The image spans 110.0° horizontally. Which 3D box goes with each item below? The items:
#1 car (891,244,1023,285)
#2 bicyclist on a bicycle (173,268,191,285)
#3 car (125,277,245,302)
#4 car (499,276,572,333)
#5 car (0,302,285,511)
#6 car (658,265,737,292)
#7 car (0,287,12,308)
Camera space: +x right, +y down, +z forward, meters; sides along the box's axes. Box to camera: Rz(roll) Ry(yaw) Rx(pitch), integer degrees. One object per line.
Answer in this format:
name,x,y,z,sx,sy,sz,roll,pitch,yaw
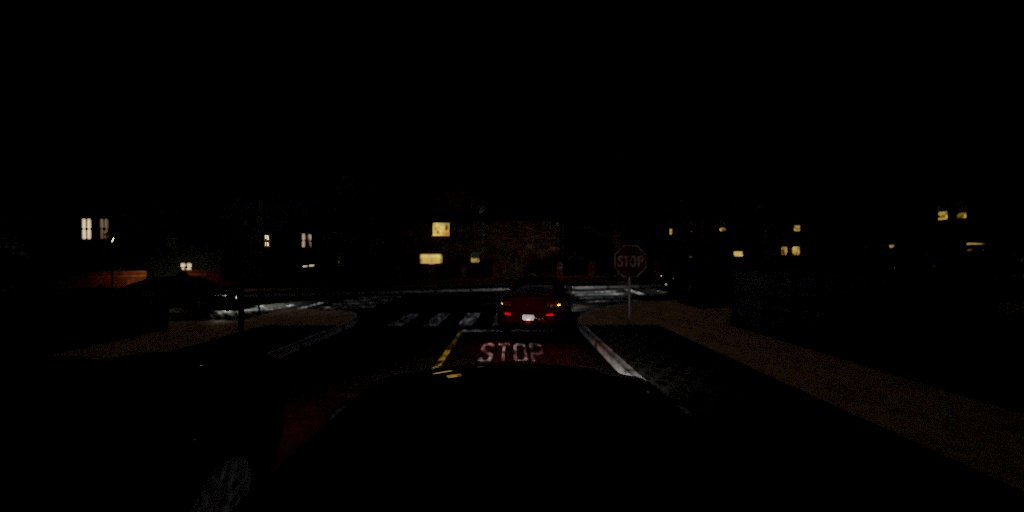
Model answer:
car,23.707,0.455,19.105,5.566,2.045,2.150,-2,0,0
bicyclist on a bicycle,-20.165,1.546,21.940,0.582,1.620,1.656,-1,1,0
car,-14.787,1.672,16.101,4.892,1.490,1.837,-1,0,0
car,0.823,1.337,10.977,1.812,1.442,4.674,0,0,11
car,-2.871,1.223,0.978,1.882,1.535,5.008,0,0,0
car,10.388,1.149,19.090,4.718,1.301,1.895,-1,0,0
car,-24.877,1.884,16.086,5.008,1.535,1.882,-1,0,0
